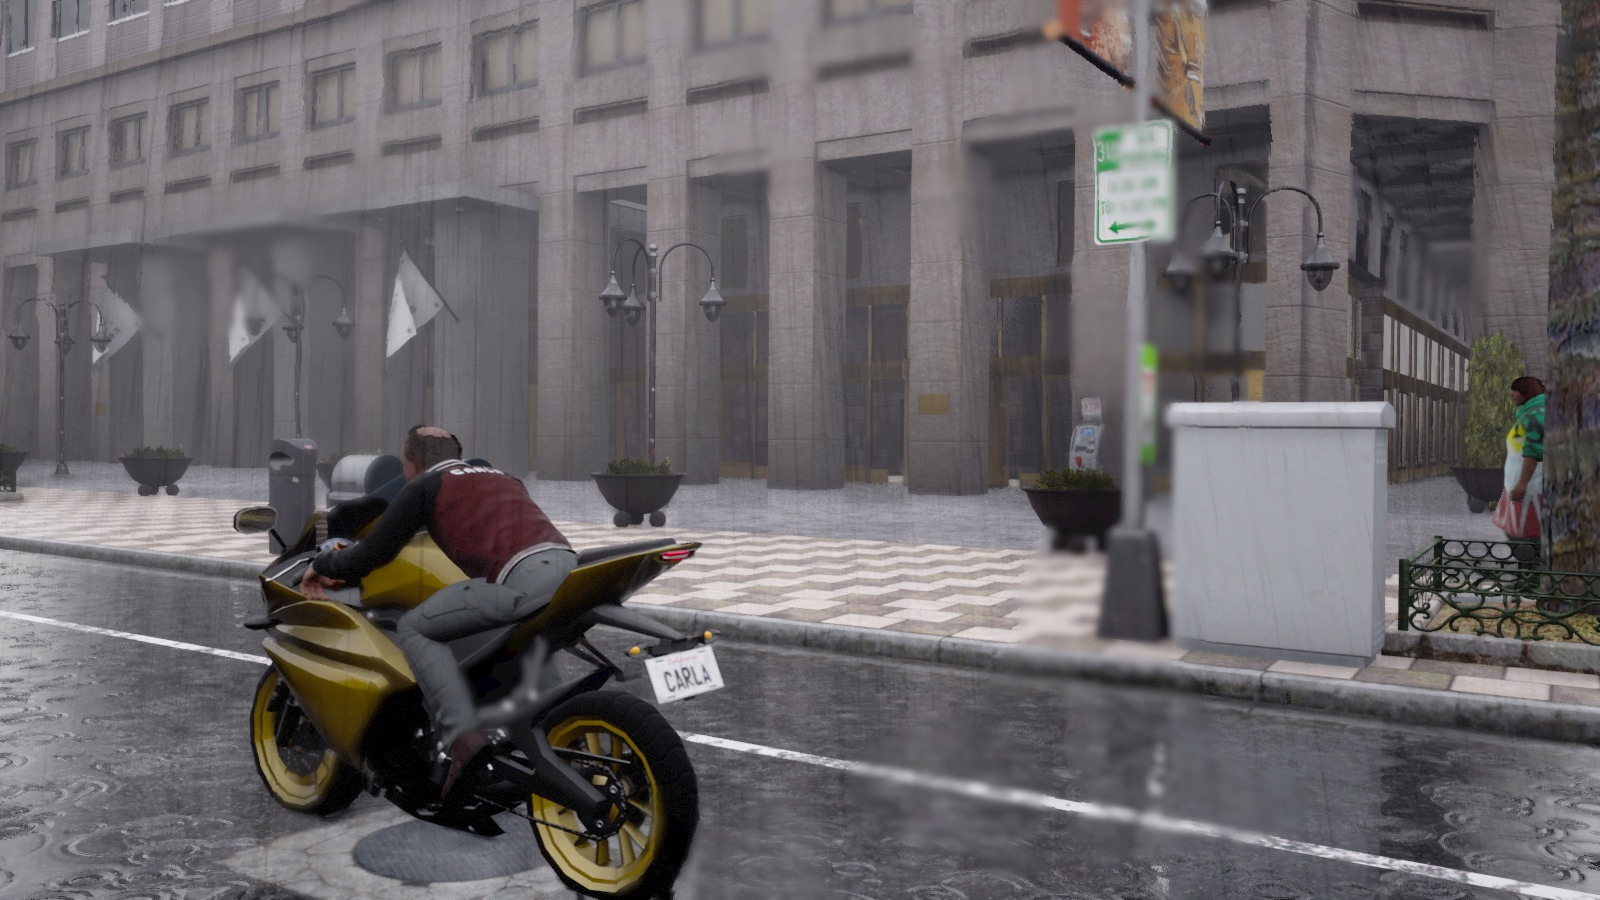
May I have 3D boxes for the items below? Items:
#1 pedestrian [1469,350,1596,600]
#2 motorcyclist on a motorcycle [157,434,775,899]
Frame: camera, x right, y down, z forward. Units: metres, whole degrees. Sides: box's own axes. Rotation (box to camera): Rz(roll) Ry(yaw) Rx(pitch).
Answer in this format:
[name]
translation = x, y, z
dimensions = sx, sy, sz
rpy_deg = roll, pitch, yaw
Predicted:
[pedestrian]
translation = 6.009, 0.193, 10.316
dimensions = 0.873, 1.952, 0.659
rpy_deg = 0, 1, 30
[motorcyclist on a motorcycle]
translation = -1.241, 0.717, 4.448
dimensions = 2.191, 1.530, 0.866
rpy_deg = 0, 1, 34
